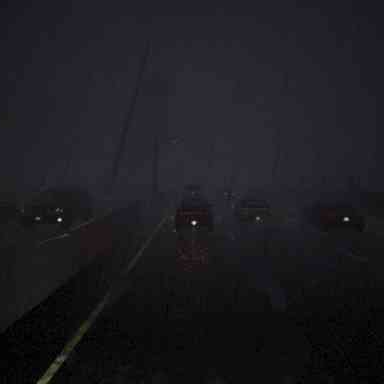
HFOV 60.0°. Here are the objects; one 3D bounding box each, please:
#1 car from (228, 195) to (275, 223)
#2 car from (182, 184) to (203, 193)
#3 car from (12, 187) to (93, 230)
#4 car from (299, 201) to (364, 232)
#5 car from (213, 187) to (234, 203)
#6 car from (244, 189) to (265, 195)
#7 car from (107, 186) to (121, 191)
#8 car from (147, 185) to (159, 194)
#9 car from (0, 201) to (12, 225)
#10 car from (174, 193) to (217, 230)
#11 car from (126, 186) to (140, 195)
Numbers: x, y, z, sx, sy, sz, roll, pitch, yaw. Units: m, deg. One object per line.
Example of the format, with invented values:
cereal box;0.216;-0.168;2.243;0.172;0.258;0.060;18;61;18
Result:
car;3.598;1.085;20.318;1.895;1.301;4.718;0;2;0
car;0.096;0.104;37.212;2.150;2.045;5.566;0;2;0
car;-7.110;0.782;18.143;2.150;2.045;5.566;0;2;0
car;7.098;1.156;17.296;1.994;1.385;4.181;0;2;0
car;3.596;0.211;37.860;2.097;1.767;4.553;0;2;0
car;7.096;0.338;38.253;2.128;1.511;4.902;0;2;0
car;-14.006;-0.527;59.940;1.812;1.442;4.674;0;0;0
car;-7.006;-0.485;59.934;1.882;1.535;5.008;0;0;0
car;-10.601;1.183;17.532;1.895;1.301;4.718;0;2;0
car;0.098;1.078;17.814;1.837;1.490;4.892;0;2;0
car;-10.506;-0.373;59.925;1.882;1.535;5.008;0;0;0
